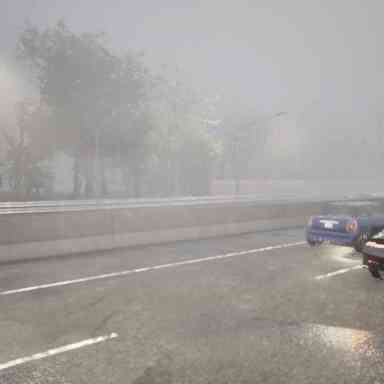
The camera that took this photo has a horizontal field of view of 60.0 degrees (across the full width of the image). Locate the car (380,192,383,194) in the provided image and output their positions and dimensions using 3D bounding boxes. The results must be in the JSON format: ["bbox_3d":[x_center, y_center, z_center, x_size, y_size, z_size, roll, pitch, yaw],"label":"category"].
[{"bbox_3d":[29.694,0.642,50.731,4.674,1.442,1.812,-1,1,-35],"label":"car"}]

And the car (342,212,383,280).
[{"bbox_3d":[6.125,1.327,8.146,4.902,1.511,2.128,-1,1,-35],"label":"car"}]

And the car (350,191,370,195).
[{"bbox_3d":[26.599,0.627,52.830,4.902,1.511,2.128,-1,1,-35],"label":"car"}]

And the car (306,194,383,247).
[{"bbox_3d":[6.431,1.138,12.630,4.553,1.767,2.097,-1,1,-35],"label":"car"}]
